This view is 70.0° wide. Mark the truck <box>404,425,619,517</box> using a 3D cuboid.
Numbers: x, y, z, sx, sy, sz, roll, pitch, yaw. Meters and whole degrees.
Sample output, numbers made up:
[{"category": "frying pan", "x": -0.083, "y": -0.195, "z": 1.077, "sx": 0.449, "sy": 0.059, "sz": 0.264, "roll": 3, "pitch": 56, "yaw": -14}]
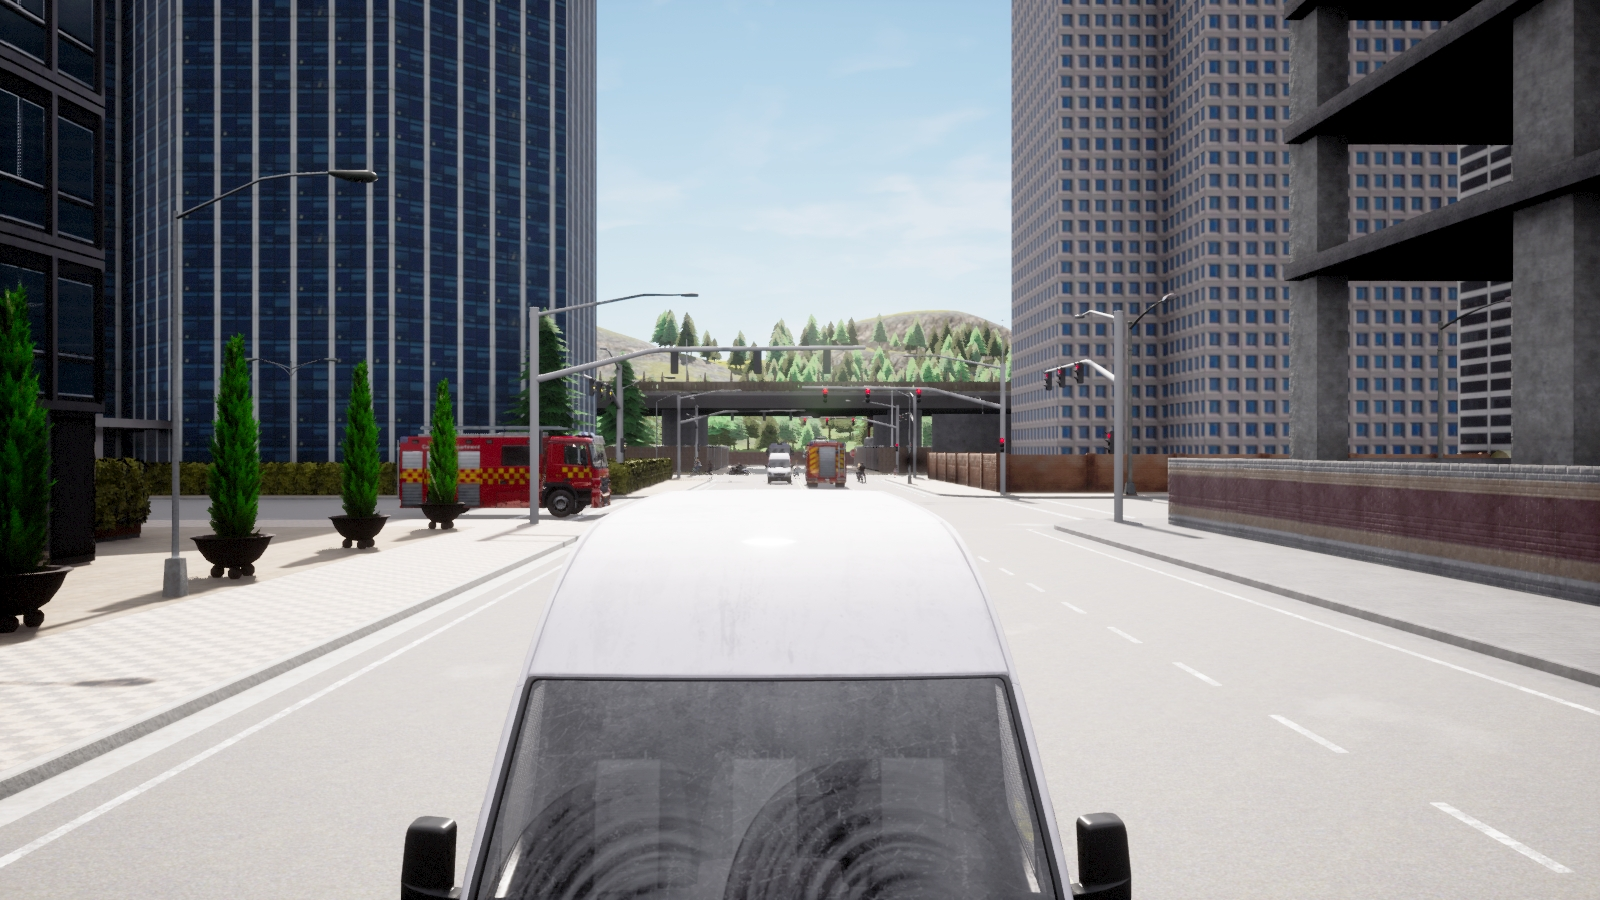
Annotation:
[{"category": "truck", "x": -12.239, "y": 0.890, "z": 48.946, "sx": 8.468, "sy": 3.827, "sz": 2.891, "roll": 0, "pitch": 0, "yaw": 0}]

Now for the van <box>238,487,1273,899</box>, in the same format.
[{"category": "van", "x": -0.128, "y": 1.535, "z": 5.152, "sx": 1.988, "sy": 2.561, "sz": 5.915, "roll": 0, "pitch": 0, "yaw": -1}]
